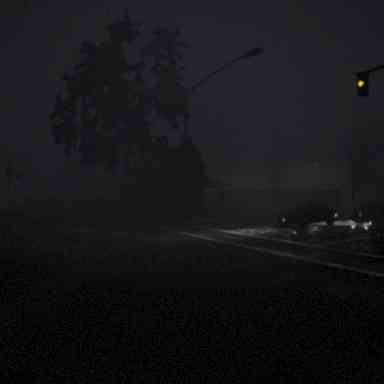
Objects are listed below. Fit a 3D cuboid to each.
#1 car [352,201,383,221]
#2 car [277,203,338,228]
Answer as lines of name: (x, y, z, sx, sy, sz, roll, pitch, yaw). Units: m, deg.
car: (15.294, 1.506, 27.697, 4.902, 1.511, 2.128, 0, 0, -35)
car: (7.784, 1.503, 22.344, 4.902, 1.511, 2.128, 0, 0, -35)
